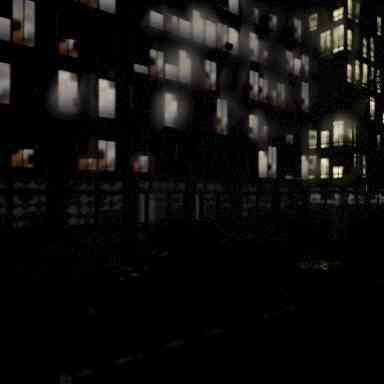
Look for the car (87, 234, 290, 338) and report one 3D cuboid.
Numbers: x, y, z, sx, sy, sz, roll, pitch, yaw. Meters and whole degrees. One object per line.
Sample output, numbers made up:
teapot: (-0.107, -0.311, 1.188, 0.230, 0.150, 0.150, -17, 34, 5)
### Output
car: (0.152, 1.573, 6.665, 4.313, 1.339, 1.947, 0, 0, -36)
